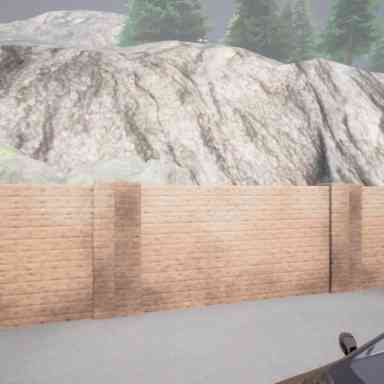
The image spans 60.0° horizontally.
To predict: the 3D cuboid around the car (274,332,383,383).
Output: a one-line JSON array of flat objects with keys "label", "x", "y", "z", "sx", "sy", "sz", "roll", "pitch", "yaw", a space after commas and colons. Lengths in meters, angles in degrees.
[{"label": "car", "x": 2.178, "y": 1.492, "z": 1.904, "sx": 4.902, "sy": 1.511, "sz": 2.128, "roll": 0, "pitch": 0, "yaw": -18}]
